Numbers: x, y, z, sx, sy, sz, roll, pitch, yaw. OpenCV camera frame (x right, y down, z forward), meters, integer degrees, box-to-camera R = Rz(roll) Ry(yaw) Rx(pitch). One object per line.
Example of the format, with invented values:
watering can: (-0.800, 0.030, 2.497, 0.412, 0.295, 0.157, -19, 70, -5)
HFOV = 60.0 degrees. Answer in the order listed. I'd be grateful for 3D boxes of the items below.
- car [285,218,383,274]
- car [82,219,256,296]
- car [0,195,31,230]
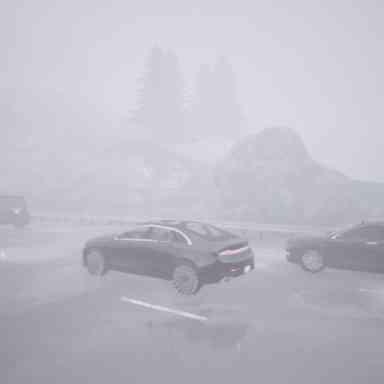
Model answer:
car: (4.991, 1.479, 8.912, 4.892, 1.490, 1.837, 0, 0, 35)
car: (-0.804, 1.470, 8.622, 4.902, 1.511, 2.128, 0, 0, 34)
car: (-11.920, 1.180, 19.515, 5.566, 2.045, 2.150, 0, 0, 29)
